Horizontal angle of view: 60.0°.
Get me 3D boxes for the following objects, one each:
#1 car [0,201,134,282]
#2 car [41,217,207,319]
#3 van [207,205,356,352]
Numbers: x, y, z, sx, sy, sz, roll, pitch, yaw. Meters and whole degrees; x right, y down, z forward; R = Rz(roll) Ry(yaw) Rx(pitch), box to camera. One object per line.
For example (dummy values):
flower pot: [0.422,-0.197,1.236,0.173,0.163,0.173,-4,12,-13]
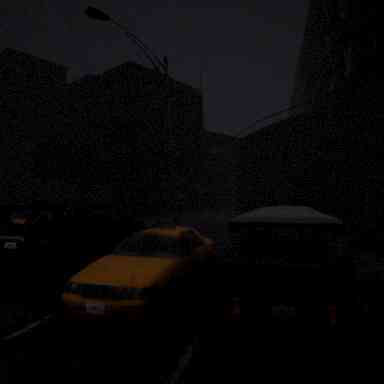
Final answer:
car: [-3.152,1.281,9.720,2.435,2.045,5.566,0,-1,16]
car: [-0.774,1.510,7.768,1.946,1.575,5.366,0,-1,16]
van: [1.743,1.281,6.322,1.878,1.987,4.442,0,-1,16]
